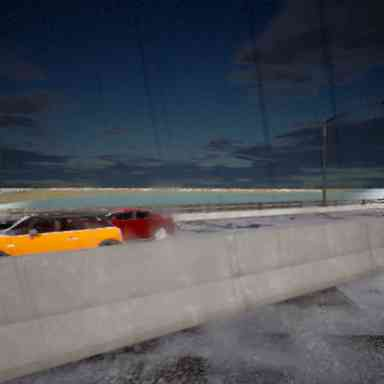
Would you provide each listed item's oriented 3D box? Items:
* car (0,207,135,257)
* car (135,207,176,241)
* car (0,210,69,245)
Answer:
[{"bbox_3d":[-4.263,1.345,9.542,4.553,1.767,2.097,0,0,-35],"label":"car"},{"bbox_3d":[-3.099,1.460,14.666,5.008,1.535,1.882,0,0,-35],"label":"car"},{"bbox_3d":[-8.330,1.593,15.242,4.718,1.301,1.895,0,0,-35],"label":"car"}]
